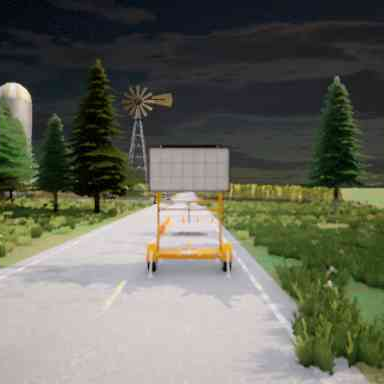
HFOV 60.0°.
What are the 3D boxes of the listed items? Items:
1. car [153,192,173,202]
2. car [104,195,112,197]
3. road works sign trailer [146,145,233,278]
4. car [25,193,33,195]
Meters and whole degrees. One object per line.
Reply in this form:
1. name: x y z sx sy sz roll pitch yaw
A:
1. car: -3.569 0.580 41.945 2.150 2.045 5.566 0 0 -1
2. car: -17.862 0.774 71.785 1.905 1.878 3.866 0 0 -31
3. road works sign trailer: -0.079 0.402 9.926 2.380 3.560 2.880 0 0 -1
4. car: -34.709 0.915 69.436 1.851 1.617 3.988 0 0 -1
